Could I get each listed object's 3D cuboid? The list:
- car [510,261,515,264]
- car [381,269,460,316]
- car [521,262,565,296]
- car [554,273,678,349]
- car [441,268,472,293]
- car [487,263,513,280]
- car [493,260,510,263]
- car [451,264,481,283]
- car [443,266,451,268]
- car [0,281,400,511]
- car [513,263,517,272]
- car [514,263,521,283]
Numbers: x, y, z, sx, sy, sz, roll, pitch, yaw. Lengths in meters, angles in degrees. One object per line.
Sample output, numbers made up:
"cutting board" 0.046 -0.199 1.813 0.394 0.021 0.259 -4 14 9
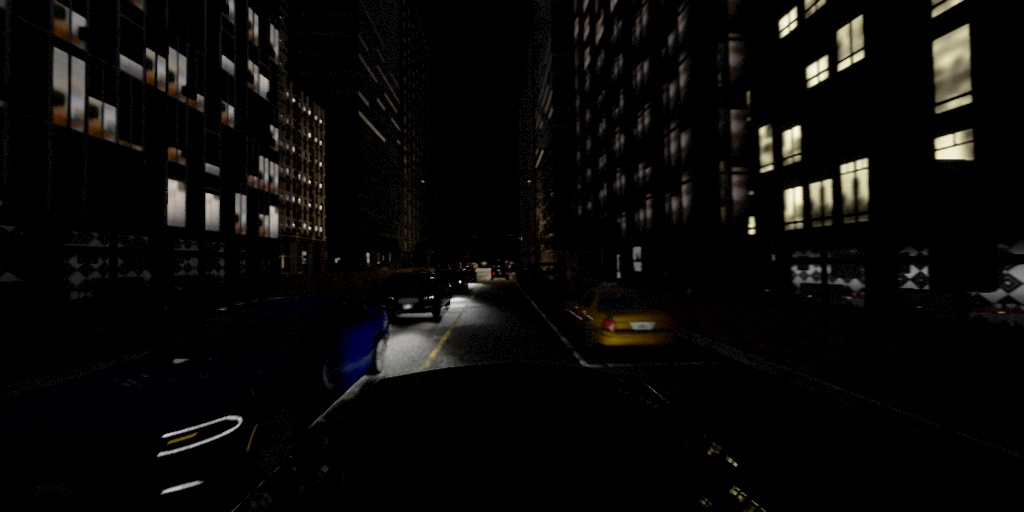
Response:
"car" 0.583 1.927 54.985 1.888 1.381 4.507 0 0 -2
"car" -3.547 1.441 14.330 2.128 1.511 4.902 -1 -1 -2
"car" 1.975 1.280 21.167 2.192 1.841 5.009 0 0 -2
"car" 2.429 1.339 9.228 1.751 1.417 4.829 0 0 -2
"car" -3.921 1.668 23.657 1.895 1.301 4.718 -1 -1 -2
"car" -1.279 1.745 37.325 2.033 1.411 5.357 -1 -1 -3
"car" -1.884 1.595 51.677 2.150 2.045 5.566 -1 -1 -2
"car" -4.298 1.755 33.676 1.994 1.385 4.181 -1 -1 -2
"car" -7.092 1.854 37.691 1.802 1.307 4.207 0 0 -2
"car" -3.154 1.308 4.843 1.882 1.535 5.008 -1 -1 -4
"car" 1.279 1.758 38.075 1.802 1.307 4.207 0 0 -2
"car" 1.512 1.651 32.439 1.888 1.381 4.507 0 0 -2
